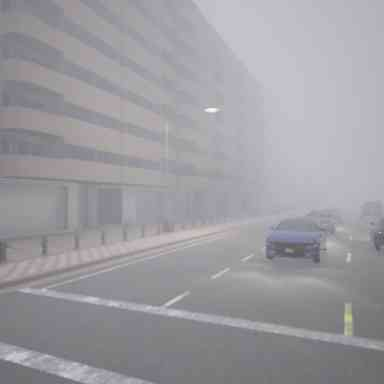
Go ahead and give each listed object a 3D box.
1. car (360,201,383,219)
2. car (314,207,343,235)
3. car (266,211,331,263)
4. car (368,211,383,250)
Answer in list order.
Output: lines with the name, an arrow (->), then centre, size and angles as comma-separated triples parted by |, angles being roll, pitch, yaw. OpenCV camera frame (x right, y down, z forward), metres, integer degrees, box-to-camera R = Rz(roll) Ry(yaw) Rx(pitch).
car -> 20.488, 2.040, 37.927 | 2.150, 2.045, 5.566 | -1, -1, 27
car -> 8.699, 1.983, 22.380 | 2.128, 1.511, 4.902 | -1, -2, 26
car -> 4.388, 1.773, 13.562 | 1.882, 1.535, 5.008 | -1, -2, 26
car -> 9.439, 1.841, 15.450 | 1.812, 1.442, 4.674 | -1, -2, 26
